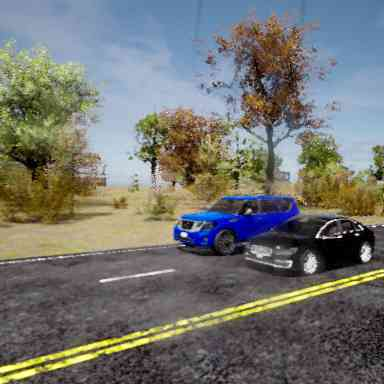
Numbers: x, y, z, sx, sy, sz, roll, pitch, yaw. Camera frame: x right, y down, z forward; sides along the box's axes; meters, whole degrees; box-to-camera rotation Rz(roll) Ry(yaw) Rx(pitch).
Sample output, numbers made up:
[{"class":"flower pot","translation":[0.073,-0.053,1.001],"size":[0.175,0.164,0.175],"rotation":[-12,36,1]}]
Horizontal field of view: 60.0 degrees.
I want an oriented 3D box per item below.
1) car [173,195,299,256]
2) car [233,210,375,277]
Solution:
[{"class":"car","translation":[1.992,1.147,13.037],"size":[5.566,2.045,2.150],"rotation":[1,1,-35]},{"class":"car","translation":[3.806,1.490,10.345],"size":[4.892,1.490,1.837],"rotation":[1,1,-35]}]
